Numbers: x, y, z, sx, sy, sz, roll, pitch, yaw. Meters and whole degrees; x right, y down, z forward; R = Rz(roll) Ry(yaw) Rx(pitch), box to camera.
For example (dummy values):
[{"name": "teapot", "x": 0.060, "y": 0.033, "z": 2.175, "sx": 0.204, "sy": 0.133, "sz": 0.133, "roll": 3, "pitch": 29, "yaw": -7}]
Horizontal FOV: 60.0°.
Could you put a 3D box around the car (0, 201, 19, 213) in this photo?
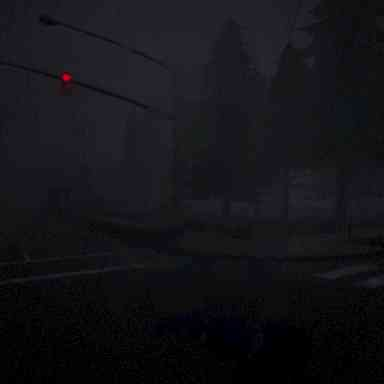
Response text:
[{"name": "car", "x": -21.561, "y": 1.706, "z": 39.086, "sx": 1.994, "sy": 1.385, "sz": 4.181, "roll": 0, "pitch": 0, "yaw": -33}]
